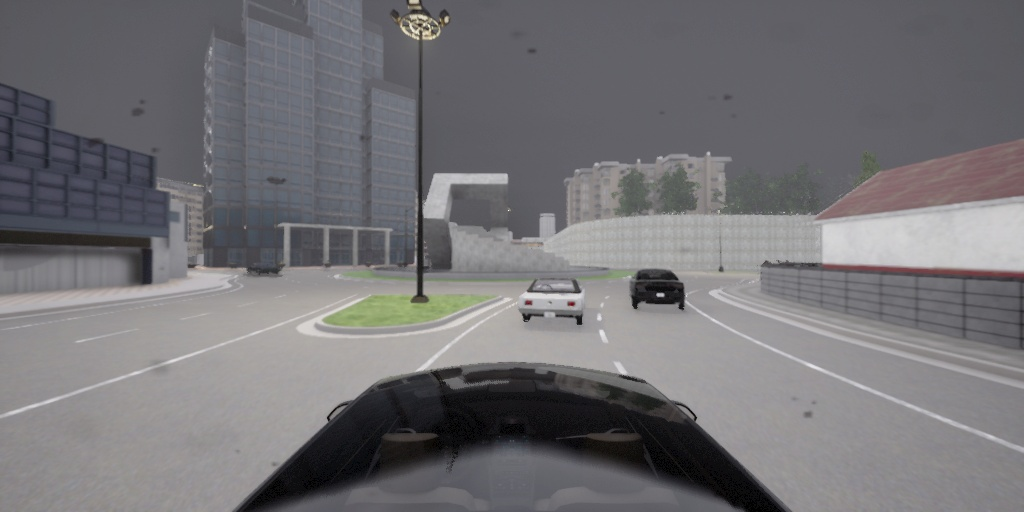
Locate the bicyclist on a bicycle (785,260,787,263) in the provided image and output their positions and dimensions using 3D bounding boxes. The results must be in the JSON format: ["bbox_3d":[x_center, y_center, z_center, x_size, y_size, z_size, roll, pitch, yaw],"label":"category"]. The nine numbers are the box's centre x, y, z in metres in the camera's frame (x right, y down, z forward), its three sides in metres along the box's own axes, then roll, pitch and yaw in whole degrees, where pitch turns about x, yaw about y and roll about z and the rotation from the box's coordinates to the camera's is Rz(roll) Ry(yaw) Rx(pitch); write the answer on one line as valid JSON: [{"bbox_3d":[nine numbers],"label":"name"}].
[{"bbox_3d":[23.386,1.156,31.247,0.582,1.620,1.656,0,0,-32],"label":"bicyclist on a bicycle"}]

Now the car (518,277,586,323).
[{"bbox_3d":[1.554,1.378,12.304,1.895,1.301,4.718,0,0,12],"label":"car"}]

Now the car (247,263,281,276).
[{"bbox_3d":[-26.581,1.394,38.391,4.718,1.301,1.895,0,0,39],"label":"car"}]

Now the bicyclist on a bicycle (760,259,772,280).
[{"bbox_3d":[22.094,1.215,31.241,0.582,1.620,1.656,-5,-9,30],"label":"bicyclist on a bicycle"}]

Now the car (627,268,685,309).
[{"bbox_3d":[6.044,1.268,15.329,1.882,1.535,5.008,0,0,16],"label":"car"}]

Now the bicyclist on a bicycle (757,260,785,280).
[{"bbox_3d":[20.088,1.142,28.103,1.656,1.620,0.582,0,0,11],"label":"bicyclist on a bicycle"}]
